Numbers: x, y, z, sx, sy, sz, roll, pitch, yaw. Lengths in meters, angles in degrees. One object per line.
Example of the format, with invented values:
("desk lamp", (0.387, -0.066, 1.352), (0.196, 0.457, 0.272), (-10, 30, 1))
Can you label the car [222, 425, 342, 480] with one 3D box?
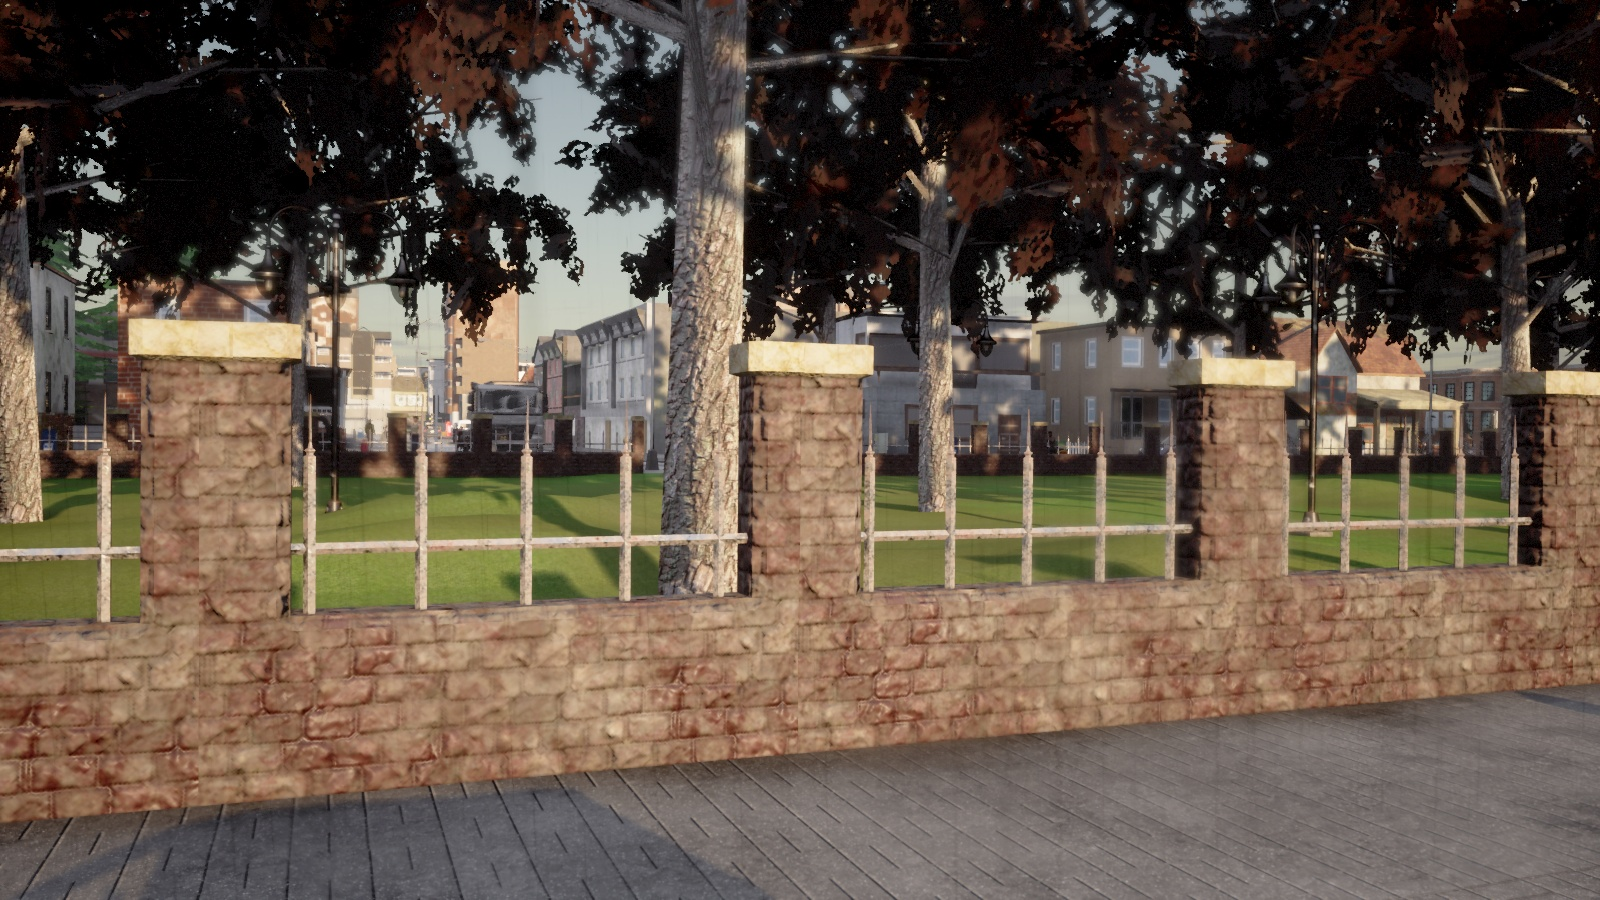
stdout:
("car", (-18.593, 0.060, 45.137), (3.866, 1.878, 1.905), (-1, 1, -22))

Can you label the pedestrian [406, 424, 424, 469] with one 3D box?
("pedestrian", (-15.779, -0.162, 51.478), (0.345, 1.836, 0.594), (0, 1, 30))

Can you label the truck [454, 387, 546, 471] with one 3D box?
("truck", (-13.561, -0.953, 56.224), (2.891, 3.462, 7.936), (-1, 1, -21))

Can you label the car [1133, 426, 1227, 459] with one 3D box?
("car", (17.850, -0.389, 59.012), (3.806, 1.475, 1.970), (-1, 1, -21))

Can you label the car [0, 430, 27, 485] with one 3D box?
("car", (-26.395, 0.246, 37.824), (5.027, 1.651, 2.152), (-1, 1, -24))
